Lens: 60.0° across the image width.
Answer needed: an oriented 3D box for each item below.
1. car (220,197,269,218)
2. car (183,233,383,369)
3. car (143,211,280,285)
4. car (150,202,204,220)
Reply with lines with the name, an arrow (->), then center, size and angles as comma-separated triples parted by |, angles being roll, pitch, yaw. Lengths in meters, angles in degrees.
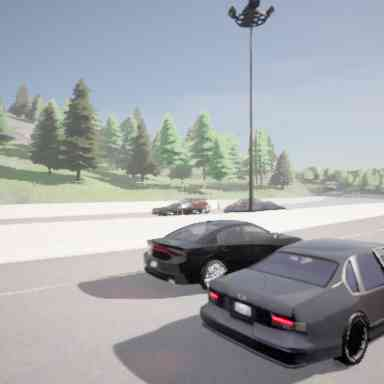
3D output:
car -> 4.947, 1.380, 30.770 | 4.553, 1.767, 2.097 | 0, 0, -43
car -> 2.647, 1.551, 5.812 | 5.357, 1.411, 2.033 | 0, 0, -37
car -> 1.101, 1.487, 9.073 | 5.008, 1.535, 1.882 | 0, 0, -37
car -> -1.285, 1.638, 29.834 | 4.718, 1.301, 1.895 | 0, 0, -40
